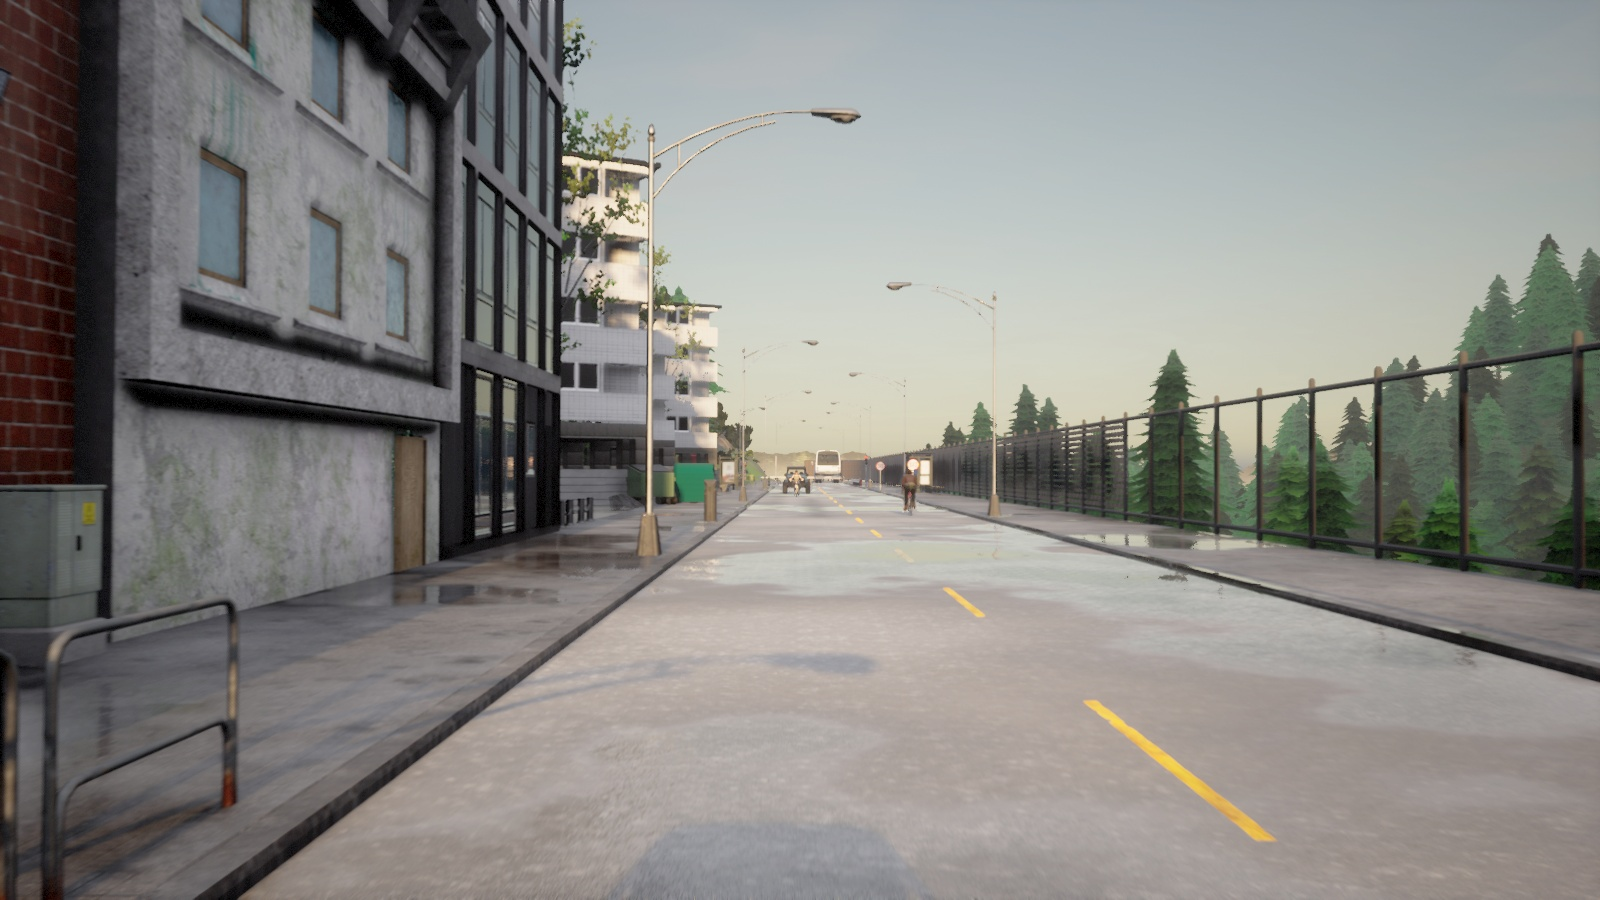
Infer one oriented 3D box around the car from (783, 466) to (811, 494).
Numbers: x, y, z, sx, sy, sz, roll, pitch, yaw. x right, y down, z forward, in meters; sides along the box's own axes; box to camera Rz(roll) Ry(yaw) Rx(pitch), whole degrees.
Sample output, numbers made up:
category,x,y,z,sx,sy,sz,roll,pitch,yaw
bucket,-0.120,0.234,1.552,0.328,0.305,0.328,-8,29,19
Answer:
category,x,y,z,sx,sy,sz,roll,pitch,yaw
car,-0.222,2.061,86.608,1.905,1.878,3.866,0,-1,0
